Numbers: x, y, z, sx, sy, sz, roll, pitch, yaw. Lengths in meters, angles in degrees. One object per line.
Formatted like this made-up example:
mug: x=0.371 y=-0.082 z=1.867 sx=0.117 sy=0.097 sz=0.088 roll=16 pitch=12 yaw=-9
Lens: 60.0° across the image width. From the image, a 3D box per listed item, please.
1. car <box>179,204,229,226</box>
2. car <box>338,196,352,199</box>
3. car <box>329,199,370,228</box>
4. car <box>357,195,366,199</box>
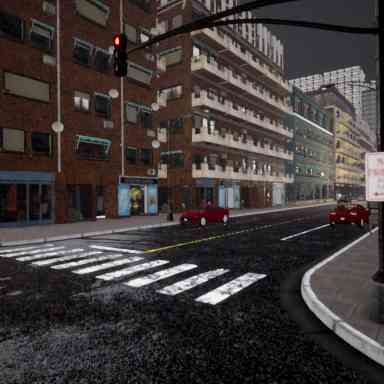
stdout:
car: x=0.914 y=1.515 z=23.021 sx=1.887 sy=1.381 sz=4.507 roll=-1 pitch=0 yaw=36
car: x=26.541 y=1.347 z=57.703 sx=1.947 sy=1.339 sz=4.313 roll=-1 pitch=0 yaw=36
car: x=9.839 y=1.372 z=20.625 sx=1.887 sy=1.381 sz=4.507 roll=-1 pitch=0 yaw=36
car: x=36.632 y=1.293 z=71.444 sx=1.802 sy=1.307 sz=4.206 roll=-1 pitch=0 yaw=36
